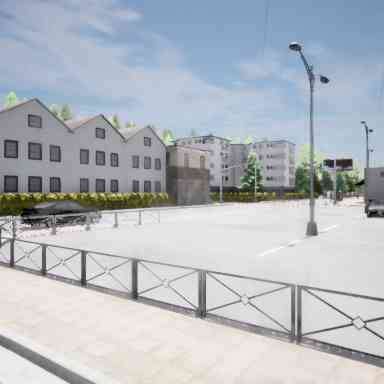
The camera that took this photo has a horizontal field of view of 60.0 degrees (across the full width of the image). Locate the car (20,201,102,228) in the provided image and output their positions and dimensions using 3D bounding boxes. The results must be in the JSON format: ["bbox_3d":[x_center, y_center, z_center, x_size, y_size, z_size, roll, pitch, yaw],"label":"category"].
[{"bbox_3d":[-7.804,1.286,20.427,1.882,1.535,5.008,0,0,35],"label":"car"}]

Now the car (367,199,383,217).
[{"bbox_3d":[15.399,1.298,26.827,2.007,1.523,4.514,0,0,35],"label":"car"}]
